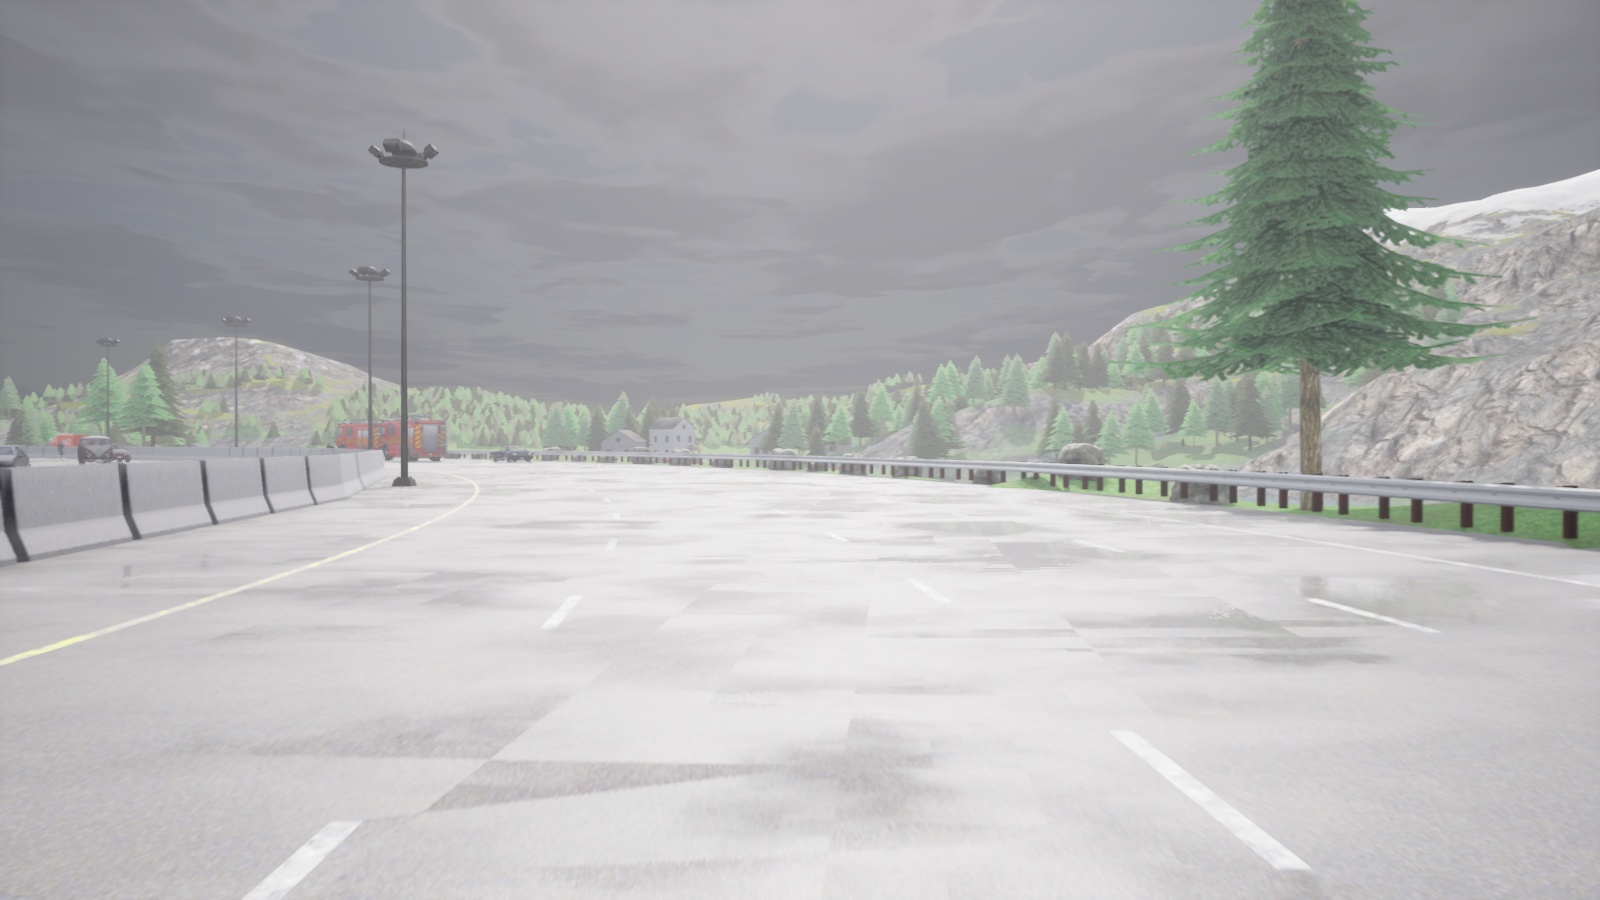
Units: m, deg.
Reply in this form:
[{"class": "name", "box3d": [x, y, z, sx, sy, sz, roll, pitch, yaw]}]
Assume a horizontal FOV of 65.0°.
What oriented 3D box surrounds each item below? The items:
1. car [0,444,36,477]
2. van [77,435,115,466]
[{"class": "car", "box3d": [-36.281, 0.451, 56.922, 2.033, 1.411, 5.357, 0, 0, -23]}, {"class": "van", "box3d": [-45.602, 0.013, 81.326, 1.775, 1.987, 4.442, 0, 0, -34]}]
